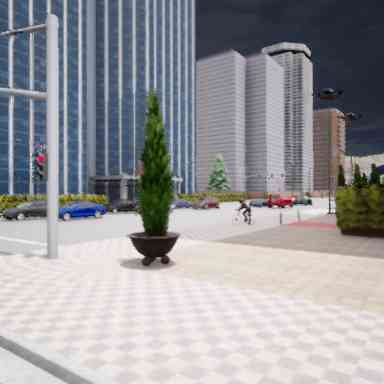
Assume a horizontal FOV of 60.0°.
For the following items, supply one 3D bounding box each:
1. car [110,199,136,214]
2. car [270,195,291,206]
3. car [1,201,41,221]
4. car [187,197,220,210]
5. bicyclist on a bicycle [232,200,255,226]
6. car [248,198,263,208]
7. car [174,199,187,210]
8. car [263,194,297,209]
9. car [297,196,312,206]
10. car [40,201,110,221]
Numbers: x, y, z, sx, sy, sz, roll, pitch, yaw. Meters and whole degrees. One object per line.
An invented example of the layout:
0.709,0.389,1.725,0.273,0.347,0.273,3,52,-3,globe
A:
-7.882,1.562,36.753,1.882,1.535,5.008,0,0,35,car
15.414,1.418,57.552,2.097,1.767,4.553,0,0,35,car
-13.665,1.589,28.473,1.837,1.490,4.892,0,0,35,car
1.826,1.427,44.506,2.097,1.767,4.553,0,0,35,car
3.294,1.331,21.349,1.656,1.620,0.582,-1,0,35,bicyclist on a bicycle
10.078,1.629,49.892,1.994,1.385,4.181,0,0,35,car
-1.972,1.633,45.191,2.033,1.411,5.357,0,0,35,car
12.634,1.276,47.443,2.150,2.045,5.566,0,0,35,car
18.749,1.407,56.213,2.097,1.767,4.553,0,0,35,car
-9.694,1.551,28.046,1.882,1.535,5.008,0,0,35,car
